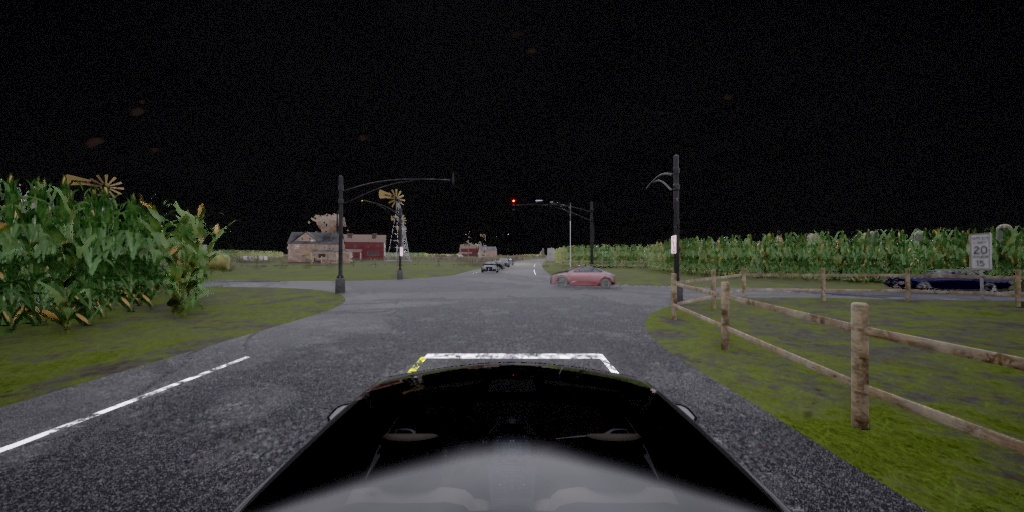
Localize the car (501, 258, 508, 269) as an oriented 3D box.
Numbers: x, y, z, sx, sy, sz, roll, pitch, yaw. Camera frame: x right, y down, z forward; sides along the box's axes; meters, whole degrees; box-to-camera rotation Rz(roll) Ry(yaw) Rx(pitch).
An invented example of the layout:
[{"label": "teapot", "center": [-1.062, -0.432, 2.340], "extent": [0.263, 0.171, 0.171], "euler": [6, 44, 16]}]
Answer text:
[{"label": "car", "center": [-2.122, 1.341, 52.606], "extent": [1.895, 1.301, 4.718], "euler": [0, 0, 3]}]

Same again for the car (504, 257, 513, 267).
[{"label": "car", "center": [-1.455, 1.083, 63.115], "extent": [2.097, 1.767, 4.553], "euler": [0, 0, 4]}]

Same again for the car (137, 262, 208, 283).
[{"label": "car", "center": [-24.172, 1.195, 25.400], "extent": [4.902, 1.511, 2.128], "euler": [0, -1, 10]}]

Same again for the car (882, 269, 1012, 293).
[{"label": "car", "center": [24.065, 1.407, 20.067], "extent": [4.718, 1.301, 1.895], "euler": [0, -1, 10]}]

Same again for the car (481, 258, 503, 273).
[{"label": "car", "center": [-2.571, 1.309, 43.794], "extent": [1.994, 1.385, 4.181], "euler": [0, 0, 3]}]

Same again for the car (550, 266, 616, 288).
[{"label": "car", "center": [4.597, 1.328, 23.397], "extent": [4.181, 1.385, 1.994], "euler": [1, 0, 10]}]
